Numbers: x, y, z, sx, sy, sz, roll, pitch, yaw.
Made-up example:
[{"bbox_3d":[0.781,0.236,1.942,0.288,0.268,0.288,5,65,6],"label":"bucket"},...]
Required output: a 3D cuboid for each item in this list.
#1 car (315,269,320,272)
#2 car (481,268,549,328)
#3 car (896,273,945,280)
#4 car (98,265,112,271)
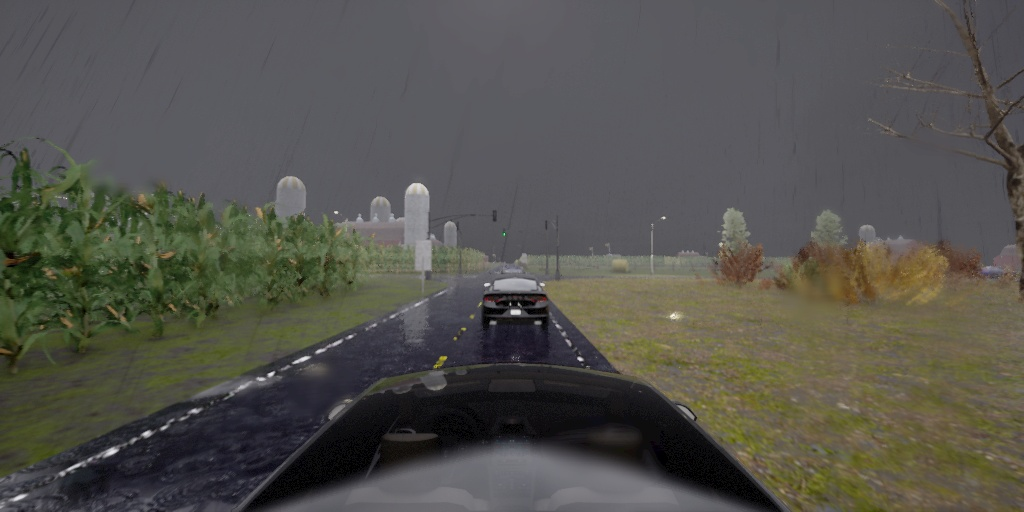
[{"bbox_3d":[-21.326,1.346,38.052,5.008,1.535,1.882,1,-2,-3],"label":"car"},{"bbox_3d":[0.092,1.316,11.720,1.882,1.535,5.008,0,0,0],"label":"car"},{"bbox_3d":[48.653,2.151,42.911,4.718,1.301,1.895,1,-2,-5],"label":"car"},{"bbox_3d":[-41.481,1.228,36.986,4.674,1.442,1.812,0,-2,-3],"label":"car"}]
